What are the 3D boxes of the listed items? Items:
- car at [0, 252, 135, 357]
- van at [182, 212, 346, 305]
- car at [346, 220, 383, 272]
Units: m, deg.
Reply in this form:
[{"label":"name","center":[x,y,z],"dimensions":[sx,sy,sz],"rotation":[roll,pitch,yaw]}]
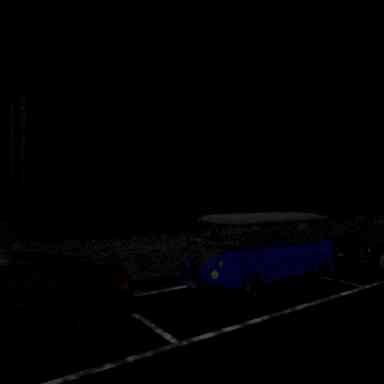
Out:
[{"label":"car","center":[-2.878,1.584,4.705],"dimensions":[4.206,1.307,1.802],"rotation":[1,0,-35]},{"label":"van","center":[1.704,1.396,7.970],"dimensions":[3.998,1.788,1.690],"rotation":[1,0,-35]},{"label":"car","center":[6.281,1.652,11.236],"dimensions":[4.507,1.381,1.887],"rotation":[1,0,-35]}]
